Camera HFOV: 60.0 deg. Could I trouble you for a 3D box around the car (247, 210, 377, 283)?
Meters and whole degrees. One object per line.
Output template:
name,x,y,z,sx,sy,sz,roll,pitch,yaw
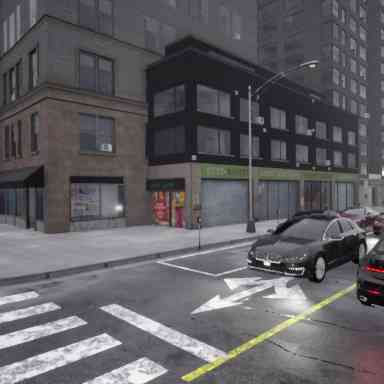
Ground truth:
car,3.560,1.476,9.818,4.892,1.490,1.837,-1,0,-45

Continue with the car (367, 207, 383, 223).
car,10.848,1.430,16.975,4.674,1.442,1.812,-1,0,-44

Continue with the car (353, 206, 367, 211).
car,9.630,1.489,19.387,4.206,1.307,1.802,-1,0,-44

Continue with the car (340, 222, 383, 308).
car,5.038,1.473,6.921,4.892,1.490,1.837,-1,0,-44

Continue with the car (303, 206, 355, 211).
car,5.591,1.509,15.417,4.313,1.339,1.947,-1,0,-44
